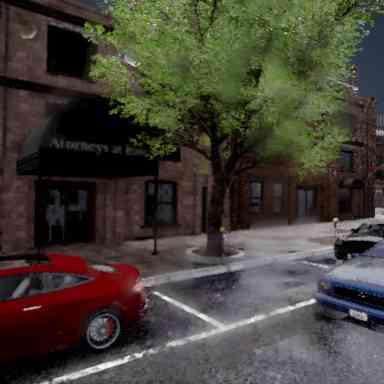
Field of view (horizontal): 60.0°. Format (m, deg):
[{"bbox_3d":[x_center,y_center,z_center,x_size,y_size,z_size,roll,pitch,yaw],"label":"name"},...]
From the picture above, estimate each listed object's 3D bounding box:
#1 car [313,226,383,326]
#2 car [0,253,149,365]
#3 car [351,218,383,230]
[{"bbox_3d":[4.798,1.561,6.807,5.357,1.411,2.033,0,0,-36],"label":"car"},{"bbox_3d":[-2.636,1.583,4.625,4.206,1.307,1.802,0,1,-36],"label":"car"},{"bbox_3d":[6.619,1.587,11.234,4.313,1.339,1.947,0,1,-36],"label":"car"}]
